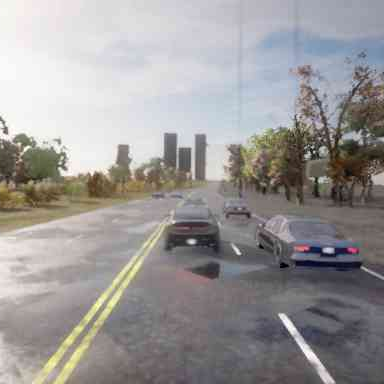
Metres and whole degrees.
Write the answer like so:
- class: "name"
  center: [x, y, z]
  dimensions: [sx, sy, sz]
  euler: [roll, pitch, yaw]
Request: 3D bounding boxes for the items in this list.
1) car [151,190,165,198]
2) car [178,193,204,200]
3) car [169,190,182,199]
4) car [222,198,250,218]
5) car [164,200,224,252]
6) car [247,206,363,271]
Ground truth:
- class: "car"
  center: [-5.895, 0.406, 58.486]
  dimensions: [1.994, 1.385, 4.181]
  euler: [1, 1, 2]
- class: "car"
  center: [0.119, 1.077, 28.014]
  dimensions: [1.994, 1.385, 4.181]
  euler: [1, 1, 1]
- class: "car"
  center: [-2.692, 0.436, 57.068]
  dimensions: [1.812, 1.442, 4.674]
  euler: [1, 1, 2]
- class: "car"
  center: [3.326, 1.140, 25.378]
  dimensions: [2.033, 1.411, 5.357]
  euler: [1, 2, 1]
- class: "car"
  center: [0.012, 1.255, 12.573]
  dimensions: [1.837, 1.490, 4.892]
  euler: [0, 0, 1]
- class: "car"
  center: [3.271, 1.396, 10.444]
  dimensions: [2.033, 1.411, 5.357]
  euler: [2, 1, 0]
